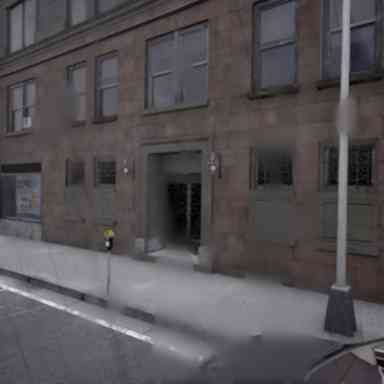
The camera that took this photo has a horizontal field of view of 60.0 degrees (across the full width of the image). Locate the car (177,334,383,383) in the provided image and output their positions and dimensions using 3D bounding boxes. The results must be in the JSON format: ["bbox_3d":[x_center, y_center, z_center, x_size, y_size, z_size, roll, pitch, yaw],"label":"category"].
[{"bbox_3d":[1.818,1.560,1.783,4.403,1.369,2.008,1,1,35],"label":"car"}]
